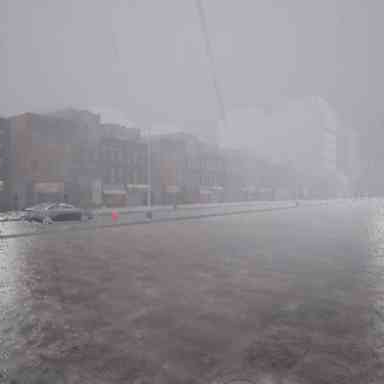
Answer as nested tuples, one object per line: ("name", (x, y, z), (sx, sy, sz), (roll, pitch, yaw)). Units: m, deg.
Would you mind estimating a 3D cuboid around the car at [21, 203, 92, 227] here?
("car", (-9.279, 1.509, 23.231), (2.128, 1.511, 4.902), (1, 0, 36))
